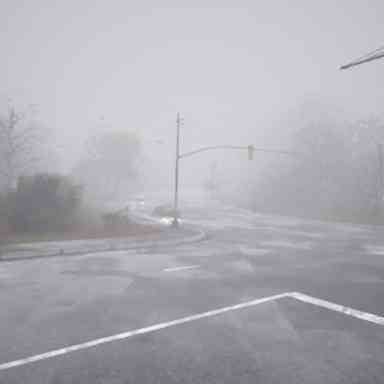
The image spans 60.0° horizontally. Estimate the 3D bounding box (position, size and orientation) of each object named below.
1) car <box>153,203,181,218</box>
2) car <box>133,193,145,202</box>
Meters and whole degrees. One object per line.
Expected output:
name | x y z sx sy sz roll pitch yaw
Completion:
car | -2.577 1.858 33.836 1.994 1.385 4.181 2 0 -21
car | -9.385 0.957 58.567 1.812 1.442 4.674 2 2 -10
